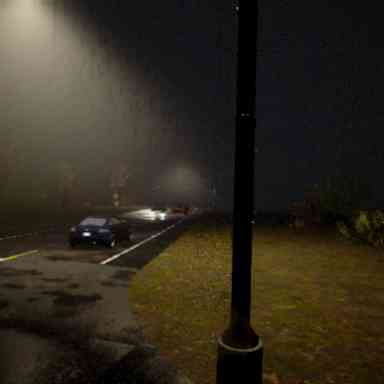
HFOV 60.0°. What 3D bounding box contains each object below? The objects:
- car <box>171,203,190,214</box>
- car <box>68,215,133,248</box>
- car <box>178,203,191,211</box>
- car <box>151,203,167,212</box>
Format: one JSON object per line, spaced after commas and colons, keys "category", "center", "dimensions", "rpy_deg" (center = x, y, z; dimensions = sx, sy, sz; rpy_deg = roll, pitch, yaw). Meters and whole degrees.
{"category": "car", "center": [-1.757, 2.262, 47.423], "dimensions": [1.882, 1.535, 5.008], "rpy_deg": [1, -1, 4]}
{"category": "car", "center": [-4.318, 1.814, 16.263], "dimensions": [1.994, 1.385, 4.181], "rpy_deg": [1, -1, 6]}
{"category": "car", "center": [-1.309, 2.561, 57.312], "dimensions": [1.895, 1.301, 4.718], "rpy_deg": [2, -1, 2]}
{"category": "car", "center": [-5.073, 2.364, 51.591], "dimensions": [1.895, 1.301, 4.718], "rpy_deg": [1, -1, 3]}
